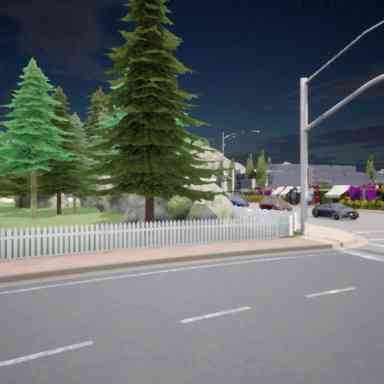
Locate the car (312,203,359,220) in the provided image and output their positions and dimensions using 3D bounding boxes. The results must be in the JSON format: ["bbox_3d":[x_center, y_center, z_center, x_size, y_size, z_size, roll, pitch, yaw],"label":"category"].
[{"bbox_3d":[12.156,1.614,28.441,1.994,1.385,4.181,0,0,-16],"label":"car"}]

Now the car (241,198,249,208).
[{"bbox_3d":[6.495,1.527,47.631,1.882,1.535,5.008,0,0,-17],"label":"car"}]

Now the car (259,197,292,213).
[{"bbox_3d":[9.413,1.402,37.735,2.097,1.767,4.553,0,0,-16],"label":"car"}]
